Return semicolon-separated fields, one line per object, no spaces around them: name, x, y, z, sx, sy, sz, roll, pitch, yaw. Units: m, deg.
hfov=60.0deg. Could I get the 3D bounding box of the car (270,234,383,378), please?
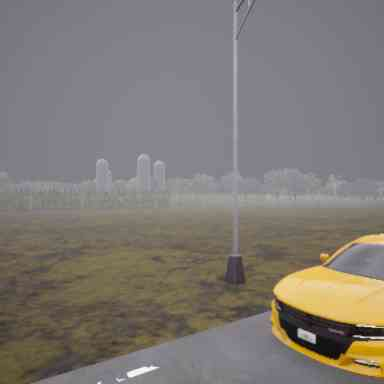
car;3.433;1.481;5.496;5.008;1.535;1.882;0;0;-35
